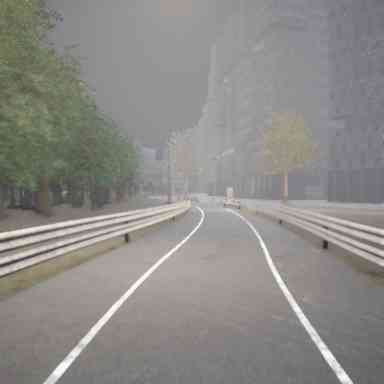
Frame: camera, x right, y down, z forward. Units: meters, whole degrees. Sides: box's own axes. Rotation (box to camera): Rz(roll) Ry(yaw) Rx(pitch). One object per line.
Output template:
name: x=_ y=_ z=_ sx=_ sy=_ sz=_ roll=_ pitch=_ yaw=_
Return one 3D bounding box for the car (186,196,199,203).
car: x=0.020 y=1.501 z=68.884 sx=1.994 sy=1.385 sz=4.181 roll=0 pitch=0 yaw=-12
